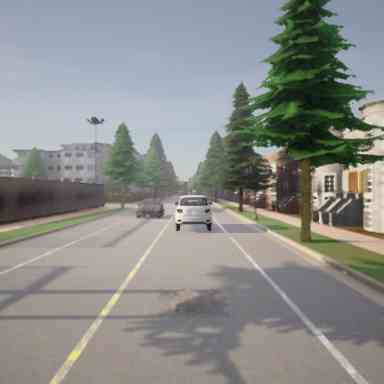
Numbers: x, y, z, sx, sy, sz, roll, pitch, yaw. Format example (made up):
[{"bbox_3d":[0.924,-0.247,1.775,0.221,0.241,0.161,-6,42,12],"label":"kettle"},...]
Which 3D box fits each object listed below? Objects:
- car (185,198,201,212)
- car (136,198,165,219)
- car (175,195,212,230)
[{"bbox_3d":[0.038,1.528,39.849,1.812,1.442,4.674,0,0,-2],"label":"car"},{"bbox_3d":[-3.586,1.354,29.211,2.097,1.767,4.553,0,0,0],"label":"car"},{"bbox_3d":[0.102,1.223,21.305,2.150,2.045,5.566,0,0,0],"label":"car"}]
